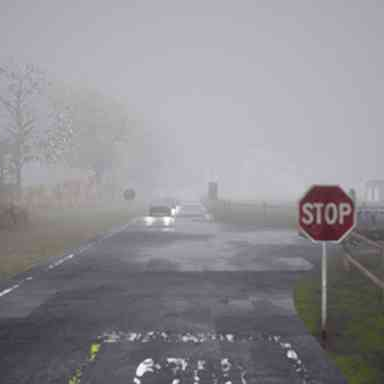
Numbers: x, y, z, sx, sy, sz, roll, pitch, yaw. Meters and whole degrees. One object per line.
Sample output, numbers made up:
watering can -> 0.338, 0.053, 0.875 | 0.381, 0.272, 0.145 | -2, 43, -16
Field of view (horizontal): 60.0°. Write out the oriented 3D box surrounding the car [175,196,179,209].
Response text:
car -> -2.920, 1.302, 41.921 | 1.837, 1.490, 4.892 | 0, 0, 0

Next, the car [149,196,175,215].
car -> -2.906, 1.332, 31.565 | 1.882, 1.535, 5.008 | 0, 0, 0

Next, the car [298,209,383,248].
car -> 7.183, 1.439, 13.927 | 5.357, 1.411, 2.033 | 0, 0, -13
